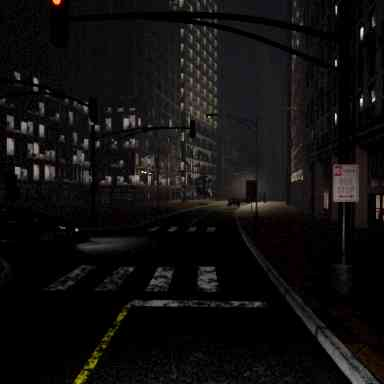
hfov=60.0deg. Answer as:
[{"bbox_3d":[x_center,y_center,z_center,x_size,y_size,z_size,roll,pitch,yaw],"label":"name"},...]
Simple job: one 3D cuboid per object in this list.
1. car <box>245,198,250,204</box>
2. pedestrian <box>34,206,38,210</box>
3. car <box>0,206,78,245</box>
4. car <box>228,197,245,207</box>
[{"bbox_3d":[10.913,1.865,68.975,1.895,1.301,4.718,0,0,18],"label":"car"},{"bbox_3d":[-9.371,1.345,19.865,0.500,1.100,0.500,0,0,17],"label":"pedestrian"},{"bbox_3d":[-7.552,1.415,14.642,4.892,1.490,1.837,0,1,-2],"label":"car"},{"bbox_3d":[7.244,1.673,55.882,1.837,1.490,4.892,0,-2,14],"label":"car"}]
